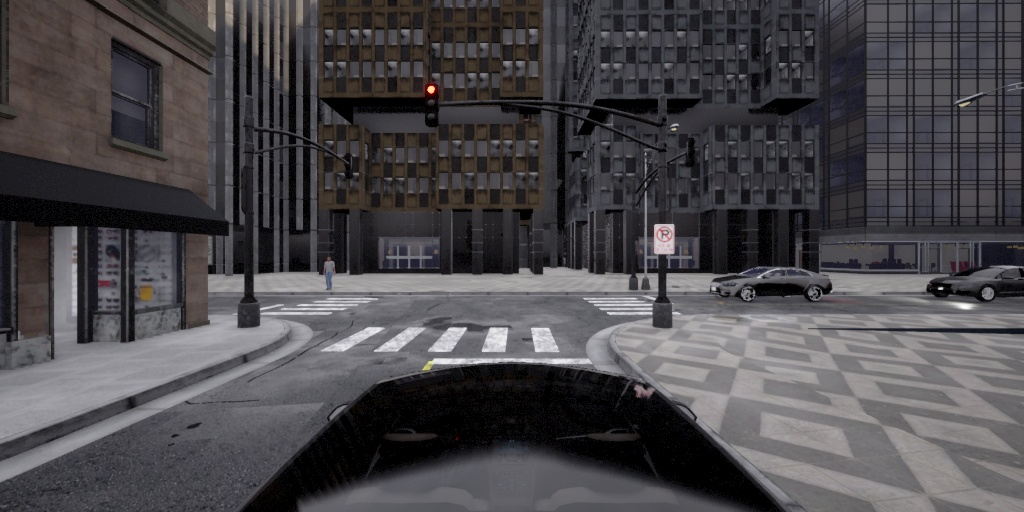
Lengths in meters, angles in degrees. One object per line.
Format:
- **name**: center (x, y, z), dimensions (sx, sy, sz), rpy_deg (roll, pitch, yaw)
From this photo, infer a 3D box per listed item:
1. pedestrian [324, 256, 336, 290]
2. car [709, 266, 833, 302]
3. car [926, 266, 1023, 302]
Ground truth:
- **pedestrian**: center (-9.929, 0.902, 19.476), dimensions (0.375, 1.860, 0.375), rpy_deg (0, 0, 0)
- **car**: center (11.634, 1.223, 16.297), dimensions (4.902, 1.511, 2.128), rpy_deg (0, 0, 0)
- **car**: center (21.846, 1.222, 16.225), dimensions (4.892, 1.490, 1.837), rpy_deg (0, 0, 0)
